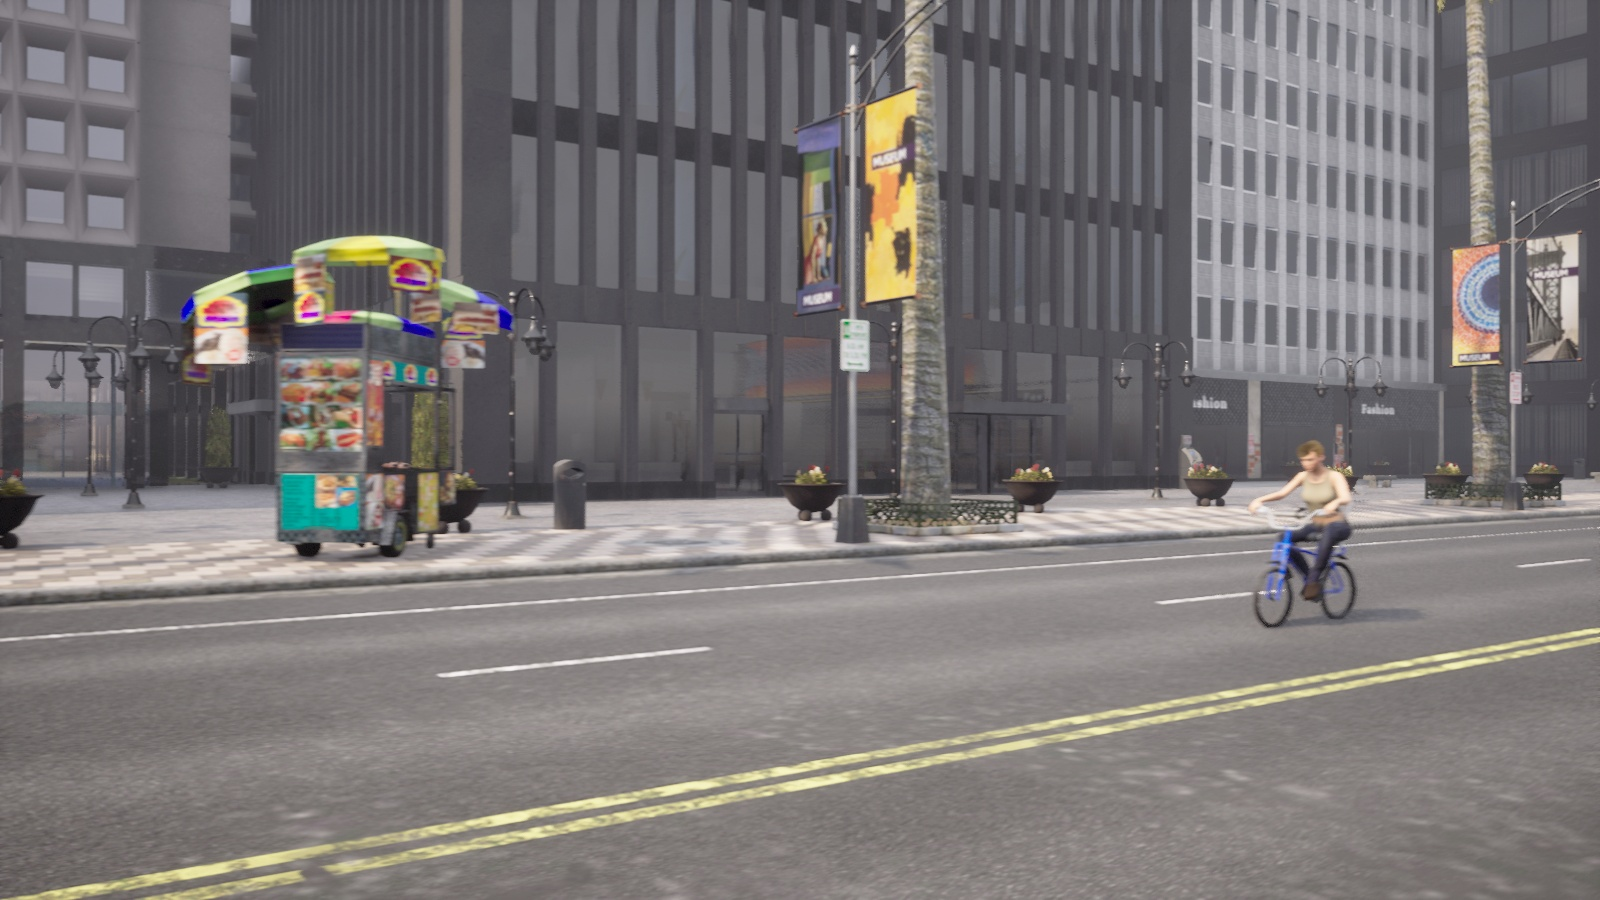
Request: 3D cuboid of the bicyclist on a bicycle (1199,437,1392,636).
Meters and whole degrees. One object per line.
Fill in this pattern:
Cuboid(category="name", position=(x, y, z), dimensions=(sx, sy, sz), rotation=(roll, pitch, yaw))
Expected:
Cuboid(category="bicyclist on a bicycle", position=(4.322, 0.702, 10.940), dimensions=(1.509, 1.612, 0.866), rotation=(0, 0, -35))
